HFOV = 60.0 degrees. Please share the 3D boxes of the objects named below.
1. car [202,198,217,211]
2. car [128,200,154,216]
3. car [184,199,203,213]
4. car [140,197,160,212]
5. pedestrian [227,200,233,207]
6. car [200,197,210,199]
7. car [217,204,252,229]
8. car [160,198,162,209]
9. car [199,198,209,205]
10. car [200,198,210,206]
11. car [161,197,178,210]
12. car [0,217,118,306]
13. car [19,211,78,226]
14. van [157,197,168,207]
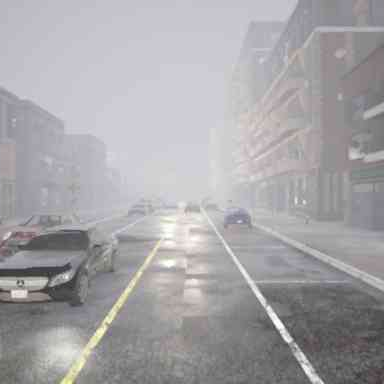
[{"bbox_3d":[2.716,1.920,47.359,1.887,1.381,4.507,1,0,0],"label":"car"},{"bbox_3d":[-5.667,1.850,35.928,1.947,1.339,4.313,1,0,0],"label":"car"},{"bbox_3d":[0.059,1.898,42.097,1.994,1.385,4.181,0,0,0],"label":"car"},{"bbox_3d":[-5.661,1.645,41.616,2.192,1.841,5.009,1,0,0],"label":"car"},{"bbox_3d":[3.007,1.499,26.100,0.375,1.860,0.375,1,-2,0],"label":"pedestrian"},{"bbox_3d":[2.725,1.828,64.420,2.192,1.841,5.009,1,0,0],"label":"car"},{"bbox_3d":[3.006,1.709,23.244,1.812,1.442,4.674,0,0,0],"label":"car"},{"bbox_3d":[-5.671,2.003,52.987,1.802,1.307,4.206,1,0,0],"label":"car"},{"bbox_3d":[2.723,2.172,75.792,1.947,1.339,4.313,1,0,0],"label":"car"},{"bbox_3d":[2.724,2.000,70.105,1.967,1.590,4.097,1,0,0],"label":"car"},{"bbox_3d":[-3.048,1.950,50.717,2.033,1.411,5.357,0,0,1],"label":"car"},{"bbox_3d":[-3.097,1.592,8.305,1.812,1.442,4.674,0,0,0],"label":"car"},{"bbox_3d":[-5.671,1.544,13.182,1.967,1.590,4.097,1,0,0],"label":"car"},{"bbox_3d":[-5.626,1.854,64.362,1.690,1.788,3.998,1,0,0],"label":"van"}]
